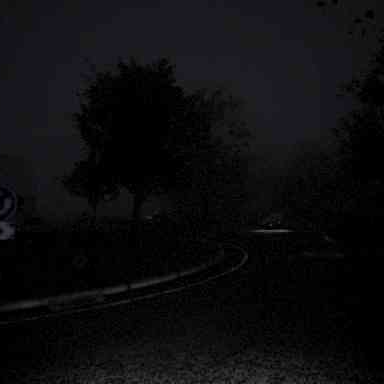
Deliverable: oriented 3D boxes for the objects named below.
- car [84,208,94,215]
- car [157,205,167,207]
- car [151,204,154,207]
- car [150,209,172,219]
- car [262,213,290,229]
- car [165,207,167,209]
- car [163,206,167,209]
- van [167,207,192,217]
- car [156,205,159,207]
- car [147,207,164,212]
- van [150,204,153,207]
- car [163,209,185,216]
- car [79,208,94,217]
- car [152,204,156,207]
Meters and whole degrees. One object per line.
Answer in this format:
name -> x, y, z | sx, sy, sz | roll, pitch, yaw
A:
car -> -23.857, 4.431, 77.347 | 2.033, 1.411, 5.357 | 1, -2, -14
car -> -5.497, 4.669, 81.677 | 5.008, 1.535, 2.097 | 1, -1, -14
car -> -8.284, 4.918, 92.423 | 4.674, 1.452, 2.002 | 1, -1, -14
car -> -5.727, 4.311, 61.460 | 1.895, 1.301, 4.718 | 1, -2, -22
car -> 8.194, 2.761, 32.124 | 1.812, 1.442, 4.674 | -3, -2, 27
car -> -2.697, 4.493, 70.936 | 4.792, 1.488, 2.163 | 1, -1, -14
car -> -3.601, 4.509, 73.571 | 5.366, 1.575, 1.946 | 1, -1, -14
van -> -2.144, 4.185, 68.220 | 4.442, 1.987, 1.878 | 1, -1, -14
car -> -6.166, 4.596, 84.373 | 4.553, 1.767, 2.185 | 1, -1, -14
car -> -7.813, 4.418, 70.294 | 1.837, 1.490, 4.892 | 1, -1, -14
van -> -8.860, 4.707, 95.145 | 4.442, 1.987, 1.878 | 1, -1, -14
car -> -4.087, 4.595, 76.310 | 4.792, 1.488, 2.163 | 1, -1, -14
car -> -19.552, 3.821, 61.041 | 1.994, 1.385, 4.181 | 1, 2, -14
car -> -7.591, 4.825, 89.735 | 5.008, 1.535, 2.097 | 1, -1, -14
